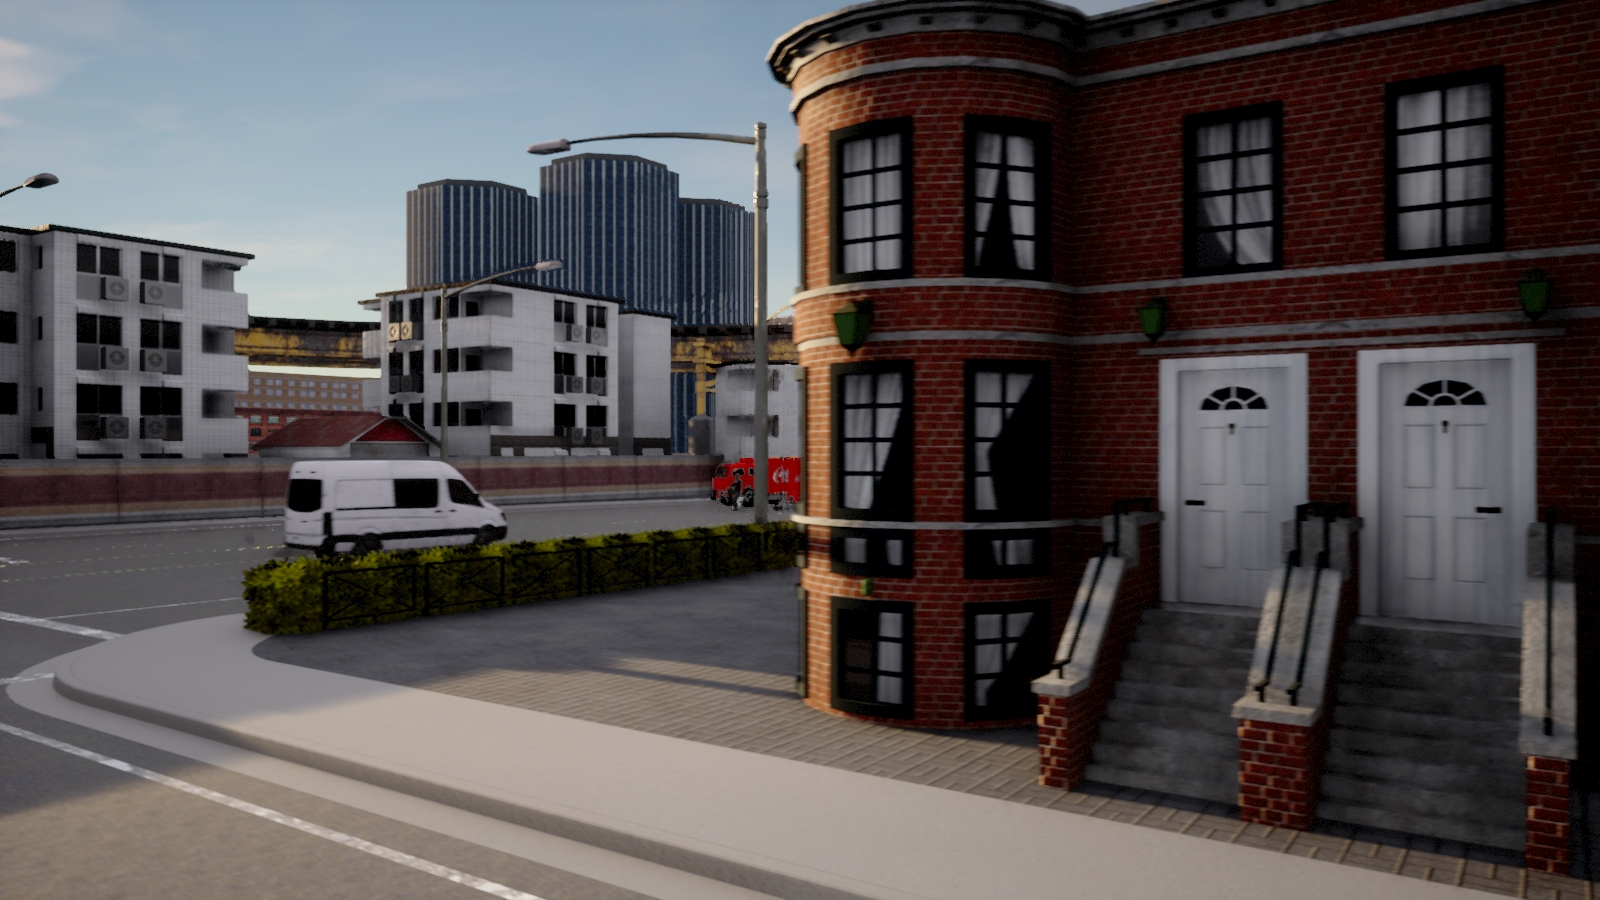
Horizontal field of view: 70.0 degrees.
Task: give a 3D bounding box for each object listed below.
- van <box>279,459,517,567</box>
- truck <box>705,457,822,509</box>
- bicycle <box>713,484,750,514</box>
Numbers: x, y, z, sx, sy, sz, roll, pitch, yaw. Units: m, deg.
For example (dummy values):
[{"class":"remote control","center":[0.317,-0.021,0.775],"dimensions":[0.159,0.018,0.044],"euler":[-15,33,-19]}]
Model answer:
[{"class":"van","center":[-10.566,1.552,30.533],"dimensions":[1.988,2.561,5.915],"euler":[0,0,36]},{"class":"truck","center":[-1.810,1.591,56.771],"dimensions":[5.204,2.467,2.627],"euler":[0,0,-34]},{"class":"bicycle","center":[-3.056,2.192,51.151],"dimensions":[1.835,1.251,0.329],"euler":[0,2,-44]}]
